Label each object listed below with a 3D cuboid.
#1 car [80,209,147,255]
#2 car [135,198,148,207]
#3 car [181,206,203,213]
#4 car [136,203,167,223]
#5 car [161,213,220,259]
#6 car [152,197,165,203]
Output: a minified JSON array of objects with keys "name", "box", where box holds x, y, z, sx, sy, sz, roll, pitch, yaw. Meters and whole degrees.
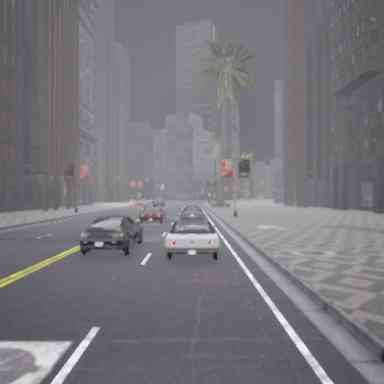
[{"name":"car","box":[-3.223,1.669,13.904,1.812,1.442,4.674,0,0,0]},{"name":"car","box":[-9.735,2.045,64.594,2.097,1.767,4.553,0,-1,1]},{"name":"car","box":[0.033,1.859,28.435,1.994,1.385,4.181,0,-1,0]},{"name":"car","box":[-3.221,1.893,28.249,1.895,1.301,4.718,0,-1,0]},{"name":"car","box":[0.021,1.738,13.248,1.895,1.301,4.718,0,-1,0]},{"name":"car","box":[-6.483,1.913,64.505,2.150,2.045,5.566,0,-1,1]}]
